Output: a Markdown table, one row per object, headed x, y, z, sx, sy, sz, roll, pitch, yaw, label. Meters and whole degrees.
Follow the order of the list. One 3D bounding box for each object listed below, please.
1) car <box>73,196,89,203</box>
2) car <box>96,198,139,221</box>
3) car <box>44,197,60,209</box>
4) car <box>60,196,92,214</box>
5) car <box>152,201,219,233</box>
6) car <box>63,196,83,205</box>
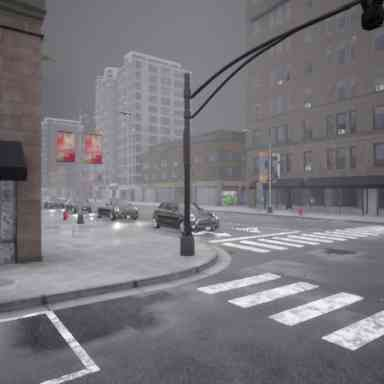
| x | y | z | sx | sy | sz | roll | pitch | yaw | label |
| --- | --- | --- | --- | --- | --- | --- | --- | --- | --- |
| -22.173 | 1.444 | 66.292 | 1.994 | 1.385 | 4.181 | 0 | 0 | -36 | car |
| -6.156 | 1.313 | 27.175 | 2.097 | 1.767 | 4.553 | 0 | 0 | -36 | car |
| -18.278 | 1.435 | 44.015 | 1.837 | 1.490 | 4.892 | 0 | 0 | -35 | car |
| -12.217 | 1.450 | 35.567 | 1.837 | 1.490 | 4.892 | 0 | 0 | -36 | car |
| -0.471 | 1.328 | 19.315 | 2.097 | 1.767 | 4.553 | 0 | 0 | -36 | car |
| -21.379 | 1.444 | 59.665 | 2.033 | 1.411 | 5.357 | 0 | 0 | -36 | car |
